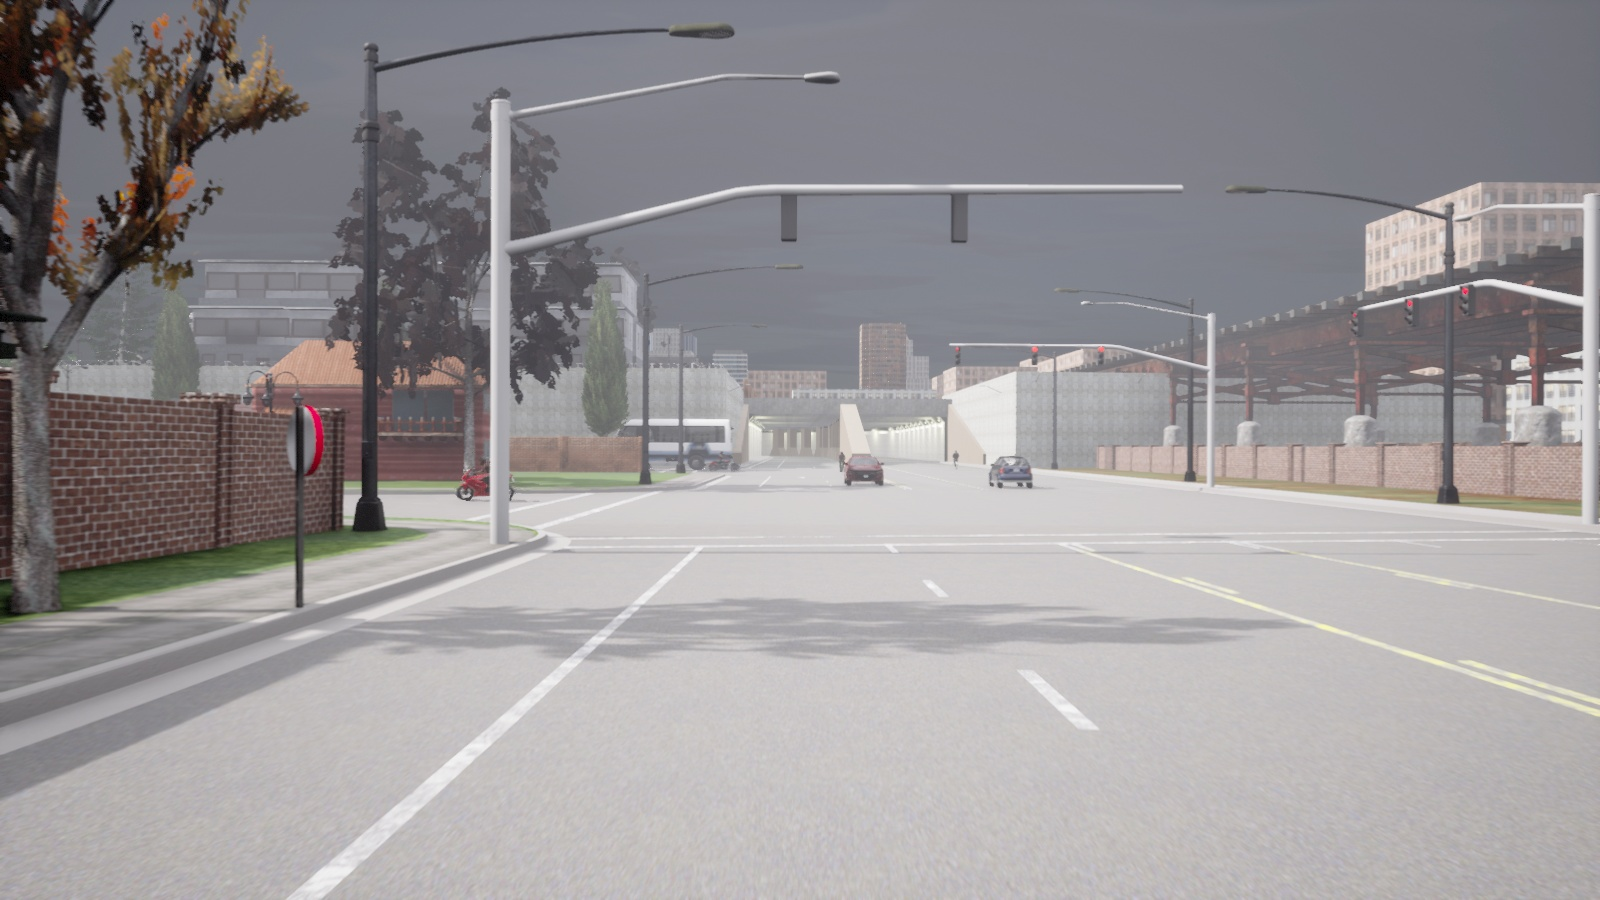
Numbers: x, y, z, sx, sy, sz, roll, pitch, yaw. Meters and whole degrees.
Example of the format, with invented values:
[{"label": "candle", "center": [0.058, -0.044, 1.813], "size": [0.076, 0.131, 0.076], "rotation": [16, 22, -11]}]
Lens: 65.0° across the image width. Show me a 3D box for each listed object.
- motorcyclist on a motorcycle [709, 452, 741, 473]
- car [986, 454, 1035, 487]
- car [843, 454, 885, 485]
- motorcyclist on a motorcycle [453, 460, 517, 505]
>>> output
[{"label": "motorcyclist on a motorcycle", "center": [-5.751, 0.947, 96.299], "size": [2.350, 1.649, 0.766], "rotation": [0, 0, 0]}, {"label": "car", "center": [10.324, 0.987, 61.813], "size": [1.789, 1.549, 3.705], "rotation": [0, 0, 0]}, {"label": "car", "center": [3.311, 1.005, 65.625], "size": [1.882, 1.535, 5.008], "rotation": [0, 0, 0]}, {"label": "motorcyclist on a motorcycle", "center": [-10.980, 1.124, 43.778], "size": [2.044, 1.523, 0.797], "rotation": [0, 0, -2]}]
